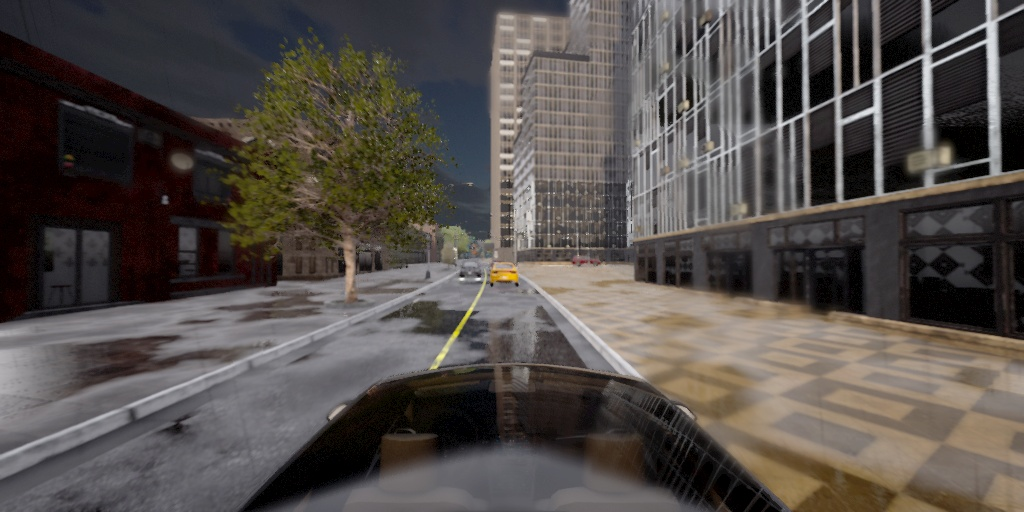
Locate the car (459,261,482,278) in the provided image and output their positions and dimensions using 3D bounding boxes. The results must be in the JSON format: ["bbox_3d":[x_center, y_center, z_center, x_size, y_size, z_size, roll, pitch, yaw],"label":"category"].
[{"bbox_3d":[-3.899,1.249,34.214,1.812,1.442,4.674,0,0,-3],"label":"car"}]

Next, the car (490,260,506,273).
[{"bbox_3d":[-1.761,1.241,43.586,1.812,1.442,4.674,0,0,-5],"label":"car"}]

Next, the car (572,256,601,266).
[{"bbox_3d":[12.797,0.878,61.919,5.009,1.841,2.192,0,0,14],"label":"car"}]

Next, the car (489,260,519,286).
[{"bbox_3d":[-0.574,1.209,25.413,1.882,1.535,5.008,0,0,-2],"label":"car"}]
